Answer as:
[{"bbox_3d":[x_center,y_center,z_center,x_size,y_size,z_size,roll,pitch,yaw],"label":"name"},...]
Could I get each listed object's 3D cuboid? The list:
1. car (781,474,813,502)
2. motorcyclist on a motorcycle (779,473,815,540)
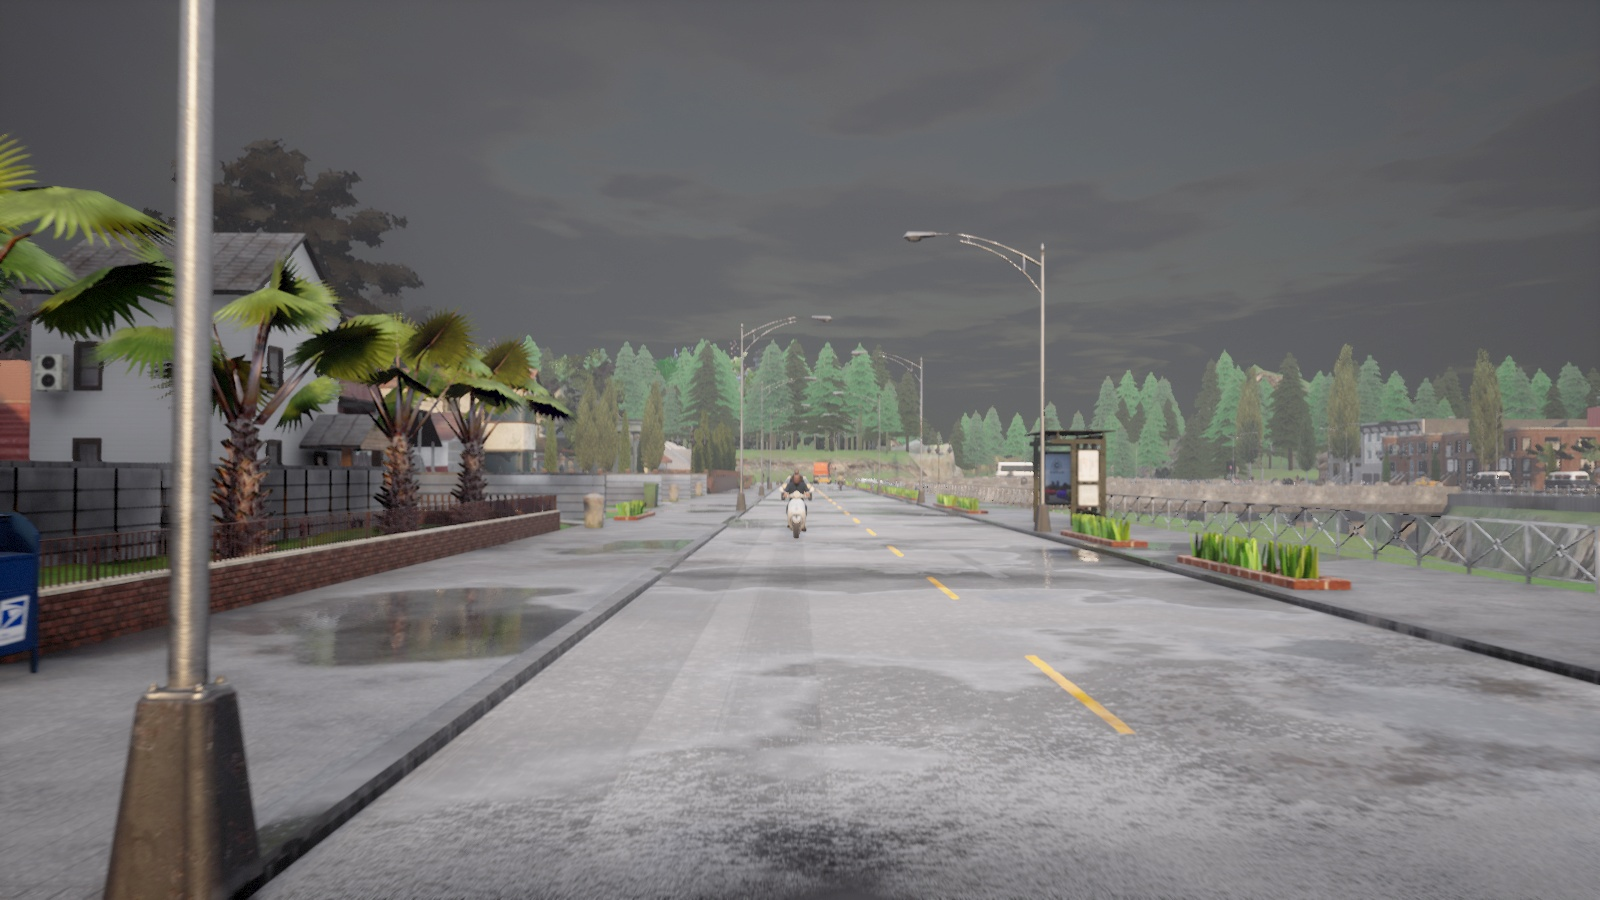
[{"bbox_3d":[-0.178,2.210,74.403,1.801,1.575,5.366,0,-1,0],"label":"car"},{"bbox_3d":[-0.074,1.374,30.794,0.866,1.590,1.817,0,-1,0],"label":"motorcyclist on a motorcycle"}]
